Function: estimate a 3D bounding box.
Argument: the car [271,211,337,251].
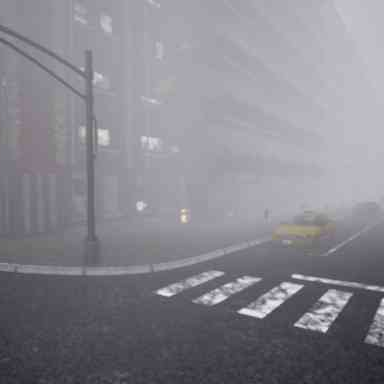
[{"bbox_3d":[4.848,1.501,14.089,1.752,1.417,4.829,-1,-1,35],"label":"car"}]

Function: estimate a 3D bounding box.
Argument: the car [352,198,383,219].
[{"bbox_3d":[14.721,1.489,28.130,1.887,1.381,4.507,-1,-1,35],"label":"car"}]

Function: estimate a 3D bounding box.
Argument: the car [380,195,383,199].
[{"bbox_3d":[24.396,1.435,41.891,1.752,1.417,4.829,-1,-1,35],"label":"car"}]

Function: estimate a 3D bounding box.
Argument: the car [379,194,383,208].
[{"bbox_3d":[27.749,1.213,46.666,2.192,1.841,5.009,-1,-1,35],"label":"car"}]
